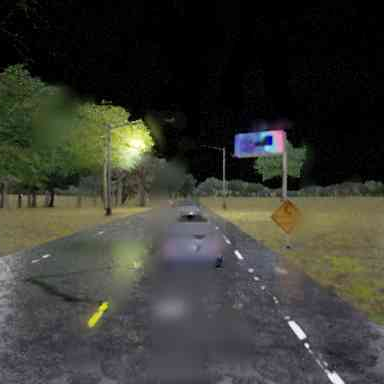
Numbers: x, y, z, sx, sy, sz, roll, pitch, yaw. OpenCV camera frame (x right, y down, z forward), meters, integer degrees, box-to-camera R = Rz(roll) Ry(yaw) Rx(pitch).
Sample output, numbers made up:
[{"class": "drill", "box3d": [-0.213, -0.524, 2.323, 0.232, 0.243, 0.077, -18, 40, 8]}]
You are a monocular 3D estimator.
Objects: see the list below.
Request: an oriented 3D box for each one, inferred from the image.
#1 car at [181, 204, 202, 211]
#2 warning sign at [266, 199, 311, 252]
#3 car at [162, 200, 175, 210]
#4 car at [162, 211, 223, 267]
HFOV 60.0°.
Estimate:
[{"class": "car", "box3d": [-0.064, 1.825, 30.846, 1.994, 1.385, 4.181, 0, -1, 0]}, {"class": "warning sign", "box3d": [3.520, 1.197, 12.252, 1.300, 1.860, 1.060, 0, -1, 0]}, {"class": "car", "box3d": [-3.866, 2.084, 54.977, 1.882, 1.535, 5.008, 0, -1, 0]}, {"class": "car", "box3d": [0.020, 1.625, 11.671, 2.033, 1.411, 5.357, 0, 0, 0]}]
